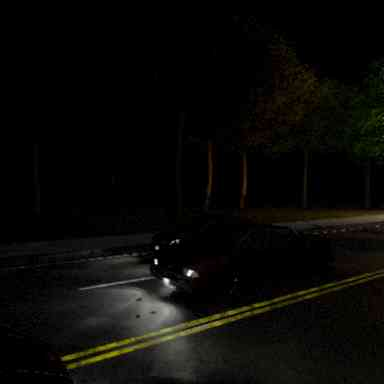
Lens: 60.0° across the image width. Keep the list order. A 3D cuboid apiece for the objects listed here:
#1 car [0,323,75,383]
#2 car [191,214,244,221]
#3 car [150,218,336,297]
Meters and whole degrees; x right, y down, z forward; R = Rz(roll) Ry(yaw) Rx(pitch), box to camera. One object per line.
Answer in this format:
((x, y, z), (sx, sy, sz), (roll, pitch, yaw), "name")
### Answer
((-2.788, 1.347, 1.453), (4.553, 1.767, 2.097), (0, 0, -35), "car")
((0.762, 1.548, 12.203), (4.674, 1.442, 1.812), (0, 0, -35), "car")
((1.612, 1.567, 8.820), (5.357, 1.411, 2.033), (0, 0, -35), "car")
